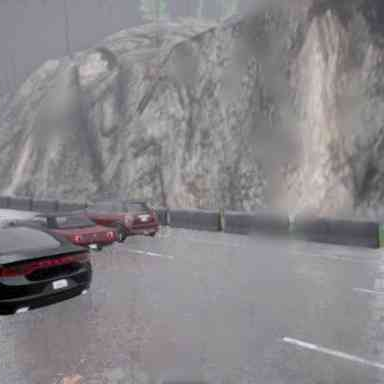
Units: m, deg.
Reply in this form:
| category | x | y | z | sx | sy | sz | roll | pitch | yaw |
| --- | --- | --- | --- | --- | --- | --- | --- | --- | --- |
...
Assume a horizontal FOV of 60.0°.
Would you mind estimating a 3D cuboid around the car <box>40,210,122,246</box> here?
| category | x | y | z | sx | sy | sz | roll | pitch | yaw |
| --- | --- | --- | --- | --- | --- | --- | --- | --- | --- |
| car | -4.914 | 1.397 | 11.801 | 4.718 | 1.301 | 1.895 | 1 | 1 | 36 |

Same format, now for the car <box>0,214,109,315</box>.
| category | x | y | z | sx | sy | sz | roll | pitch | yaw |
| --- | --- | --- | --- | --- | --- | --- | --- | --- | --- |
| car | -4.215 | 1.342 | 7.002 | 5.008 | 1.535 | 1.882 | 1 | 1 | 36 |

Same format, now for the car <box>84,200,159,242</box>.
| category | x | y | z | sx | sy | sz | roll | pitch | yaw |
| --- | --- | --- | --- | --- | --- | --- | --- | --- | --- |
| car | -3.743 | 1.126 | 15.266 | 4.553 | 1.767 | 2.097 | 1 | 1 | 36 |
